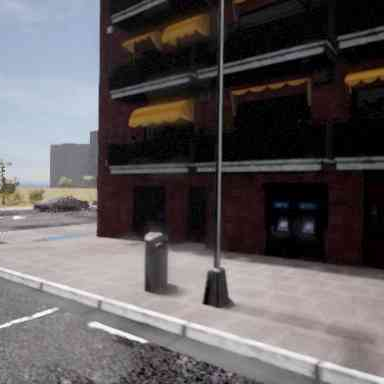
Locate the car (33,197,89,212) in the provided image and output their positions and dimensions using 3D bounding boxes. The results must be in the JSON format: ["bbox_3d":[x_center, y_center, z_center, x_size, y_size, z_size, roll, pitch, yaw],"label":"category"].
[{"bbox_3d":[-12.980,1.219,33.350,2.033,1.411,5.357,2,1,36],"label":"car"}]
